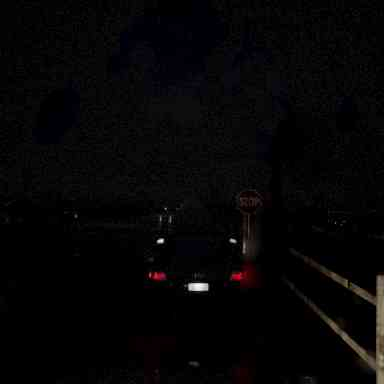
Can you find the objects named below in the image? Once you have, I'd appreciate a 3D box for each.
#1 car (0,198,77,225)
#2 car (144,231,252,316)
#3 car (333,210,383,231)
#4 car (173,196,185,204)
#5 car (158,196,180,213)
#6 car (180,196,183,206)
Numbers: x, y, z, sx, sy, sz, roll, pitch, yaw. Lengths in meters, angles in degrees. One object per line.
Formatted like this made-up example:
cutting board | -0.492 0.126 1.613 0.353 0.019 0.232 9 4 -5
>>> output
car | -9.738 1.170 20.892 4.902 1.511 2.128 2 0 0
car | 0.112 1.566 7.595 1.994 1.385 4.181 0 0 0
car | 12.643 2.056 23.767 4.892 1.490 1.837 2 0 -2
car | -2.612 1.614 68.234 2.033 1.411 5.357 0 0 1
car | -2.763 1.516 37.446 2.128 1.511 4.902 0 0 0
car | -2.734 1.597 47.441 1.994 1.385 4.181 0 0 0
